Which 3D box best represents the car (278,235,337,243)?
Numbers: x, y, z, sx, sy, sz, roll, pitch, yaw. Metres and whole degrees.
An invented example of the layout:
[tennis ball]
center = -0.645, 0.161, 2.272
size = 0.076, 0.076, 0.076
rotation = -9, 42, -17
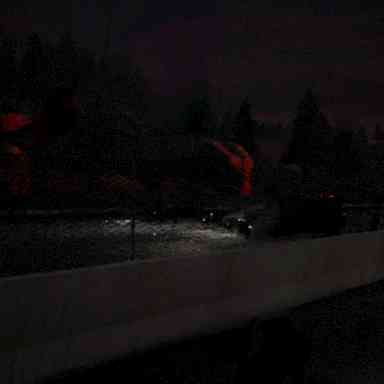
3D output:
[car]
center = 4.824, 1.169, 15.539
size = 5.566, 2.045, 2.150
rotation = 1, 0, -32
